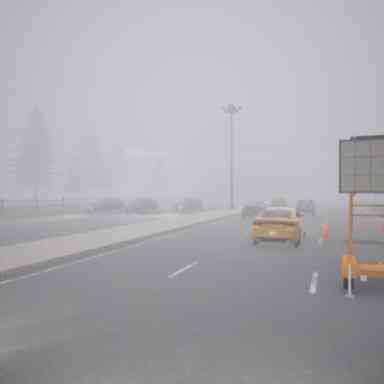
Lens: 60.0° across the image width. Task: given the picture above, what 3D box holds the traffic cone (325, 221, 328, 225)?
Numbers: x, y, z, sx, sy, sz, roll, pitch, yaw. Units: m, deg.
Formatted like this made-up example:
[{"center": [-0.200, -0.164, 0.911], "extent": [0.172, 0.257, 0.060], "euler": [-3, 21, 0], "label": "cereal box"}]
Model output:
[{"center": [6.802, 1.899, 16.827], "extent": [0.340, 0.580, 0.340], "euler": [0, 0, 22], "label": "traffic cone"}]

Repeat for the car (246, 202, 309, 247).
[{"center": [4.033, 1.426, 15.095], "extent": [1.882, 1.535, 5.008], "euler": [0, 0, 22], "label": "car"}]

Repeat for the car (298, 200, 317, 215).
[{"center": [11.100, 1.438, 32.474], "extent": [2.033, 1.411, 5.357], "euler": [0, 0, 22], "label": "car"}]

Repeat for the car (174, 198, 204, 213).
[{"center": [-0.276, 1.364, 35.585], "extent": [2.128, 1.511, 4.902], "euler": [0, 0, 22], "label": "car"}]

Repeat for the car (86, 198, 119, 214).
[{"center": [-8.637, 1.366, 33.583], "extent": [2.128, 1.511, 4.902], "euler": [0, 0, 22], "label": "car"}]

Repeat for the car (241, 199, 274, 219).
[{"center": [5.341, 1.431, 27.576], "extent": [1.812, 1.442, 4.674], "euler": [0, 0, 22], "label": "car"}]

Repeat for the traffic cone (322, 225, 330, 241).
[{"center": [6.048, 1.906, 14.974], "extent": [0.340, 0.580, 0.340], "euler": [0, 0, 22], "label": "traffic cone"}]

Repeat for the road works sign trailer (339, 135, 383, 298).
[{"center": [4.788, 0.439, 7.925], "extent": [2.380, 3.560, 2.880], "euler": [0, 0, 22], "label": "road works sign trailer"}]

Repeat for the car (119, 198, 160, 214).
[{"center": [-4.932, 1.383, 33.407], "extent": [1.837, 1.490, 4.892], "euler": [0, 0, 22], "label": "car"}]

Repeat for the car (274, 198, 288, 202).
[{"center": [10.880, 1.406, 41.477], "extent": [2.033, 1.411, 5.357], "euler": [0, 0, 21], "label": "car"}]
